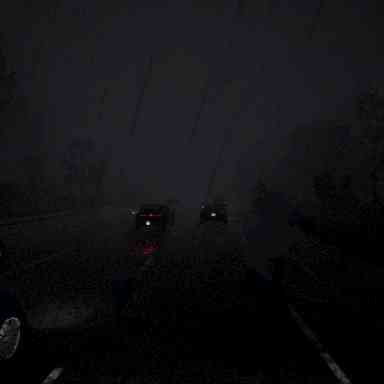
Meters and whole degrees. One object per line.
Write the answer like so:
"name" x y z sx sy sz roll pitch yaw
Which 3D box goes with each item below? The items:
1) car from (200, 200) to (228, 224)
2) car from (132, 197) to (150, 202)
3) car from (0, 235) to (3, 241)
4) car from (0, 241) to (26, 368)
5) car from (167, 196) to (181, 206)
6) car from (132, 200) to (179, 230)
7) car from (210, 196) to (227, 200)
"car" 1.644 1.532 24.789 1.994 1.385 4.181 0 0 5
"car" -6.994 1.408 46.427 2.128 1.511 4.902 0 0 6
"car" -6.792 1.538 8.555 1.994 1.385 4.181 0 0 3
"car" -3.273 1.516 2.759 1.812 1.442 4.674 0 0 1
"car" -2.942 1.395 51.726 1.882 1.535 5.008 0 0 6
"car" -2.225 1.471 20.845 1.837 1.490 4.892 0 0 5
"car" 3.284 1.299 41.780 2.097 1.767 4.553 0 0 6
